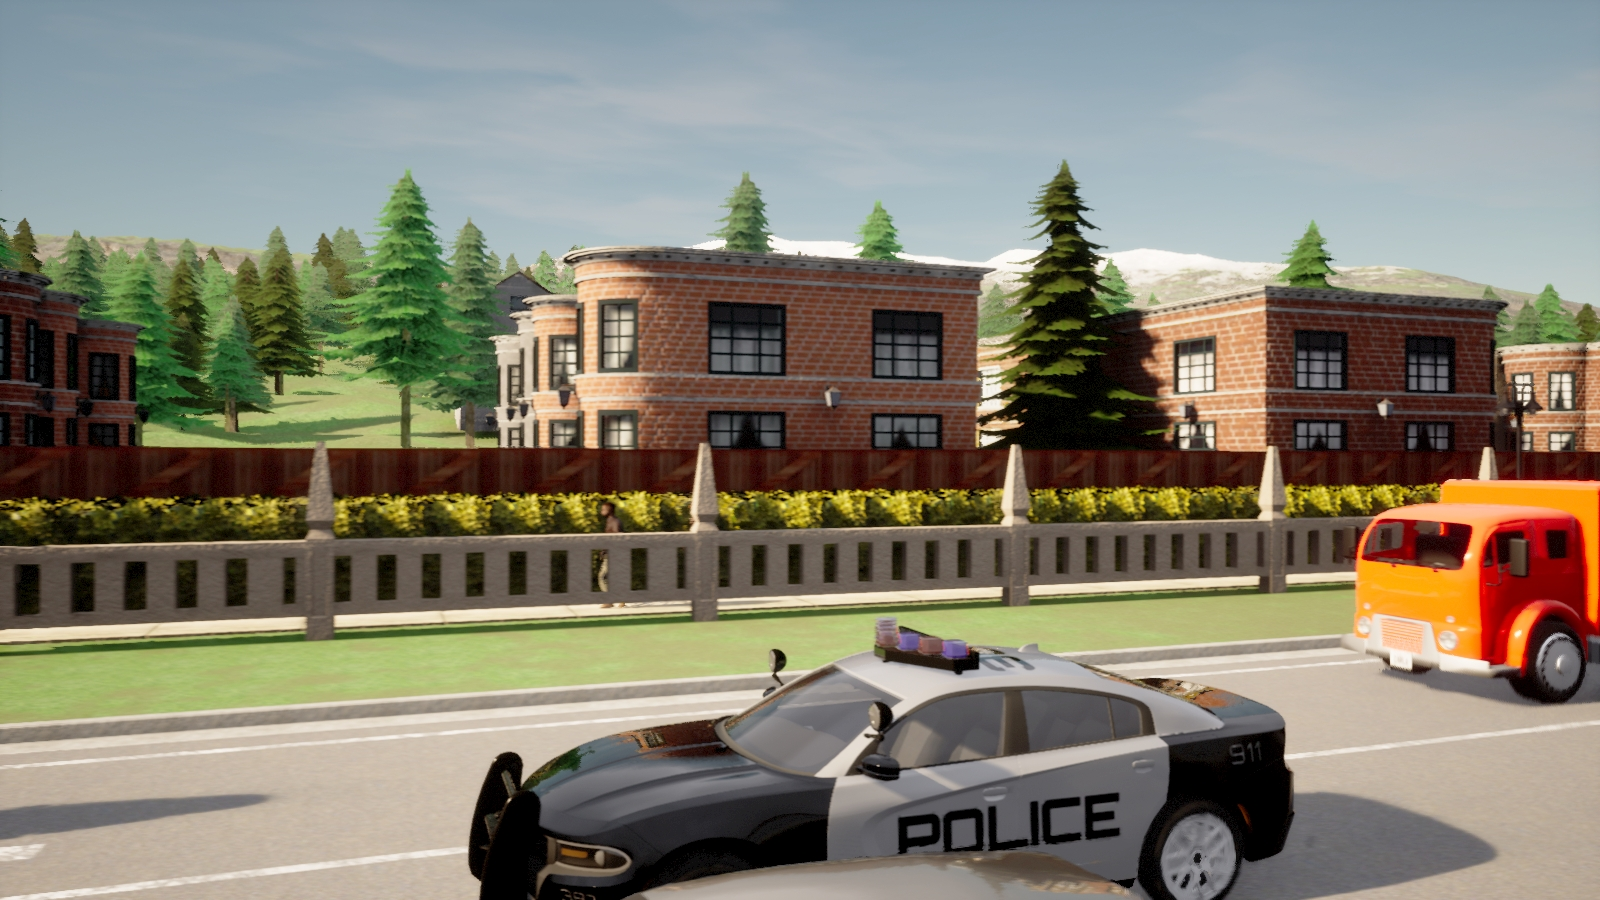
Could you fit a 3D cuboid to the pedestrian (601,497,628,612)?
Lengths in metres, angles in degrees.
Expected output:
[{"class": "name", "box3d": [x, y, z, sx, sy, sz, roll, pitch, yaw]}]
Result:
[{"class": "pedestrian", "box3d": [-3.064, 1.710, 18.892, 0.375, 1.860, 0.375, 0, 0, -20]}]

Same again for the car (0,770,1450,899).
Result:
[{"class": "car", "box3d": [-0.230, 2.071, 3.217, 4.193, 1.474, 1.816, 0, 0, -20]}]

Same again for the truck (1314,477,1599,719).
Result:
[{"class": "truck", "box3d": [9.434, 1.611, 14.180, 5.204, 2.467, 2.627, 0, 0, -20]}]

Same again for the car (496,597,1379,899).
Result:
[{"class": "car", "box3d": [0.847, 1.995, 7.330, 5.238, 1.638, 2.097, 0, 0, -20]}]
